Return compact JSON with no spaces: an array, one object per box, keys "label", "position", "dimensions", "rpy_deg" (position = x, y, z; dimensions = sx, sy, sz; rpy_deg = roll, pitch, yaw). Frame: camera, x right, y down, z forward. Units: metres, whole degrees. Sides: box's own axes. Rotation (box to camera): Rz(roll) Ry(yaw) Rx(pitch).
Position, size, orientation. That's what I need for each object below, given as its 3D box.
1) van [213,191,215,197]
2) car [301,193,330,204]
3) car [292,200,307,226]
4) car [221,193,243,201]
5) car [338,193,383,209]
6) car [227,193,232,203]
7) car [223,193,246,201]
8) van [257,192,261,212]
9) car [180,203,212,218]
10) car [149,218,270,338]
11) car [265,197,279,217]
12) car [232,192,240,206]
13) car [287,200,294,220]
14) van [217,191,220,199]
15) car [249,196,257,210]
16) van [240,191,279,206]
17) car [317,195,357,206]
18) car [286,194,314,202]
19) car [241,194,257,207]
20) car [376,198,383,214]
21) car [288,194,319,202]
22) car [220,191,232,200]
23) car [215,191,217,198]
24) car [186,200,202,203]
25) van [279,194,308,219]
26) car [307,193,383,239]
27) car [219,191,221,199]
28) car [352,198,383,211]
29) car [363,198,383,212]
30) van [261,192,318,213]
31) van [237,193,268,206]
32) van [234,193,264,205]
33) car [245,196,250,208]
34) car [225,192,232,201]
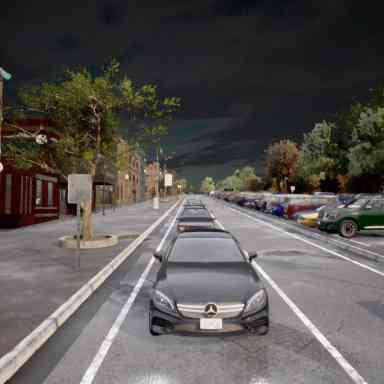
[{"label":"van","position":[8.663,0.764,89.927],"dimensions":[4.442,1.987,1.878],"rpy_deg":[0,1,0]},{"label":"car","position":[22.100,1.136,59.640],"dimensions":[4.553,1.767,2.185],"rpy_deg":[0,1,0]},{"label":"car","position":[9.079,1.466,19.841],"dimensions":[5.366,1.575,1.946],"rpy_deg":[0,0,0]},{"label":"car","position":[8.865,1.014,73.110],"dimensions":[4.553,1.767,2.185],"rpy_deg":[0,1,0]},{"label":"car","position":[22.156,1.153,42.983],"dimensions":[5.566,2.045,2.435],"rpy_deg":[0,0,0]},{"label":"car","position":[9.006,1.291,56.293],"dimensions":[4.892,1.521,2.231],"rpy_deg":[0,1,0]},{"label":"car","position":[8.884,1.039,70.307],"dimensions":[4.553,1.767,2.185],"rpy_deg":[0,1,0]},{"label":"van","position":[9.284,1.222,33.861],"dimensions":[4.442,1.987,1.878],"rpy_deg":[0,0,0]},{"label":"car","position":[0.196,1.532,17.413],"dimensions":[2.033,1.411,5.357],"rpy_deg":[0,0,0]},{"label":"car","position":[0.254,1.524,6.834],"dimensions":[1.812,1.442,4.674],"rpy_deg":[0,0,0]},{"label":"car","position":[9.201,1.460,28.252],"dimensions":[5.008,1.535,2.097],"rpy_deg":[0,0,0]},{"label":"car","position":[9.042,1.113,47.880],"dimensions":[5.566,2.045,2.435],"rpy_deg":[0,1,0]},{"label":"car","position":[9.247,1.506,22.645],"dimensions":[4.674,1.452,2.002],"rpy_deg":[0,0,0]},{"label":"van","position":[8.741,0.864,78.715],"dimensions":[4.442,1.987,1.878],"rpy_deg":[0,1,0]},{"label":"car","position":[9.177,1.470,36.664],"dimensions":[4.792,1.488,2.163],"rpy_deg":[0,0,0]},{"label":"van","position":[9.206,1.163,45.081],"dimensions":[4.442,1.987,1.878],"rpy_deg":[0,0,0]},{"label":"car","position":[22.313,1.332,51.314],"dimensions":[5.366,1.575,1.946],"rpy_deg":[0,1,0]},{"label":"car","position":[22.017,1.188,67.967],"dimensions":[4.892,1.521,2.231],"rpy_deg":[0,1,0]},{"label":"car","position":[9.115,1.409,42.274],"dimensions":[4.892,1.521,2.231],"rpy_deg":[0,0,0]},{"label":"car","position":[22.426,1.444,34.656],"dimensions":[5.366,1.575,1.946],"rpy_deg":[0,0,0]},{"label":"car","position":[21.846,1.209,65.189],"dimensions":[5.366,1.575,1.946],"rpy_deg":[0,0,0]},{"label":"car","position":[8.926,0.963,64.700],"dimensions":[5.566,2.045,2.435],"rpy_deg":[0,1,0]},{"label":"car","position":[8.833,1.065,81.521],"dimensions":[5.008,1.535,2.097],"rpy_deg":[0,1,0]},{"label":"car","position":[0.225,1.442,29.861],"dimensions":[2.128,1.511,4.902],"rpy_deg":[0,0,0]},{"label":"van","position":[9.342,1.237,25.449],"dimensions":[4.442,1.987,1.878],"rpy_deg":[0,0,0]},{"label":"car","position":[9.255,1.221,17.038],"dimensions":[5.566,2.045,2.435],"rpy_deg":[0,0,0]},{"label":"car","position":[8.906,0.938,67.503],"dimensions":[5.566,2.045,2.435],"rpy_deg":[0,1,0]},{"label":"car","position":[22.232,1.452,40.210],"dimensions":[4.792,1.488,2.163],"rpy_deg":[0,0,0]},{"label":"car","position":[22.193,1.469,37.427],"dimensions":[4.792,1.488,2.163],"rpy_deg":[0,0,0]},{"label":"van","position":[9.070,1.230,31.058],"dimensions":[4.442,1.987,1.878],"rpy_deg":[0,0,0]},{"label":"van","position":[9.168,1.114,50.685],"dimensions":[4.442,1.987,1.878],"rpy_deg":[0,1,0]},{"label":"van","position":[9.148,1.089,53.488],"dimensions":[4.442,1.987,1.878],"rpy_deg":[0,1,0]},{"label":"car","position":[9.126,1.466,39.471],"dimensions":[4.674,1.452,2.002],"rpy_deg":[0,0,0]},{"label":"car","position":[8.971,1.280,61.899],"dimensions":[4.674,1.452,2.002],"rpy_deg":[0,1,0]}]
